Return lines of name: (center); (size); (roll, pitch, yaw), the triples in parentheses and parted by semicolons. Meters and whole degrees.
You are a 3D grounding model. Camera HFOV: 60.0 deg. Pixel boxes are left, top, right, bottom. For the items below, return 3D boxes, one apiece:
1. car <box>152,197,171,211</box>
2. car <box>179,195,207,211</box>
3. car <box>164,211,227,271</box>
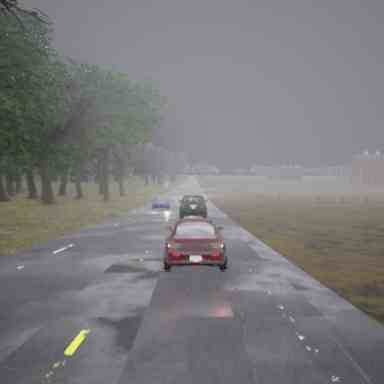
car: (-3.586, 1.299, 39.079); (1.882, 1.535, 5.008); (0, 1, 0)
car: (0.092, 1.218, 27.570); (2.150, 2.045, 5.566); (0, 1, 0)
car: (0.098, 1.590, 11.053); (1.812, 1.442, 4.674); (0, 0, 0)
